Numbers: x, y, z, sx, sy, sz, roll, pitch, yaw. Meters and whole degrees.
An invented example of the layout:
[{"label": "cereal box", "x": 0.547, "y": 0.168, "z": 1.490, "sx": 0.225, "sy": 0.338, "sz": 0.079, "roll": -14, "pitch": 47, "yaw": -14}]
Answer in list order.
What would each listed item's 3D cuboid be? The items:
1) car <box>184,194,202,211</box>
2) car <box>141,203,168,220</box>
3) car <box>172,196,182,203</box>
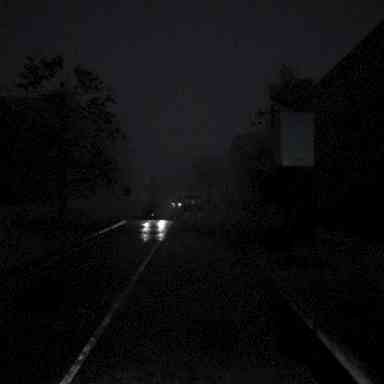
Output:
[{"label": "car", "x": 0.115, "y": 1.289, "z": 42.807, "sx": 2.150, "sy": 2.045, "sz": 5.566, "roll": 0, "pitch": 0, "yaw": 0}, {"label": "car", "x": -3.090, "y": 1.609, "z": 28.248, "sx": 1.994, "sy": 1.385, "sz": 4.181, "roll": 0, "pitch": 0, "yaw": 0}, {"label": "car", "x": -3.081, "y": 1.589, "z": 68.840, "sx": 2.128, "sy": 1.511, "sz": 4.902, "roll": 0, "pitch": 0, "yaw": 0}]
